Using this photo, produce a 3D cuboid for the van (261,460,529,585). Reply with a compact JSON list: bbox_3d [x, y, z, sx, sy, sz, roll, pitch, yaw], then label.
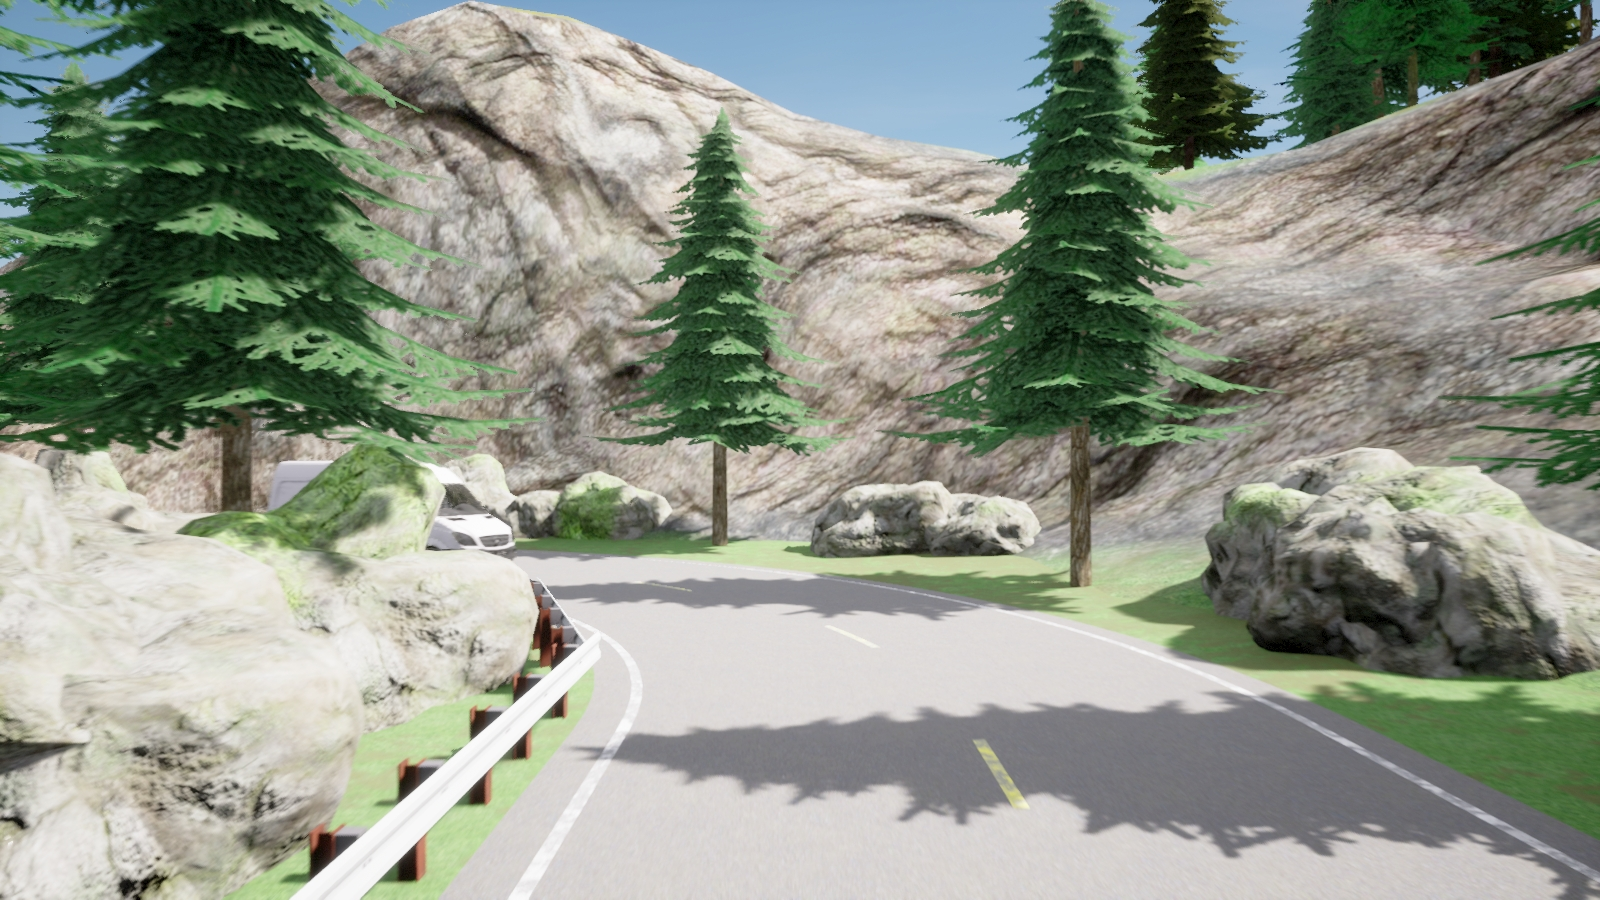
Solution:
[{"bbox_3d":[-9.196,1.530,25.847,5.915,2.561,1.988,0,-1,23],"label":"van"}]
